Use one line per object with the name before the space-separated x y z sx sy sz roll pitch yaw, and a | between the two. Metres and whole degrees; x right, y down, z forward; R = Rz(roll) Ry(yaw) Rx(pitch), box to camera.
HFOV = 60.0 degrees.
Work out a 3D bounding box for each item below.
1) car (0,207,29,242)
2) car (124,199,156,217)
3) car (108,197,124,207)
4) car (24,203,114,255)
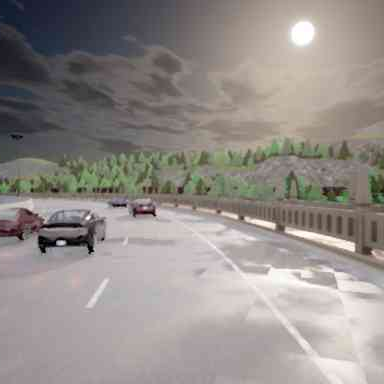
car | -8.467 1.456 15.797 1.812 1.442 4.674 0 0 -10
car | -4.408 1.321 29.138 2.163 1.488 4.792 0 0 -16
car | -9.804 1.306 43.645 1.994 1.385 4.181 0 0 -25
car | -4.533 1.421 13.138 2.128 1.511 4.902 0 0 -7
